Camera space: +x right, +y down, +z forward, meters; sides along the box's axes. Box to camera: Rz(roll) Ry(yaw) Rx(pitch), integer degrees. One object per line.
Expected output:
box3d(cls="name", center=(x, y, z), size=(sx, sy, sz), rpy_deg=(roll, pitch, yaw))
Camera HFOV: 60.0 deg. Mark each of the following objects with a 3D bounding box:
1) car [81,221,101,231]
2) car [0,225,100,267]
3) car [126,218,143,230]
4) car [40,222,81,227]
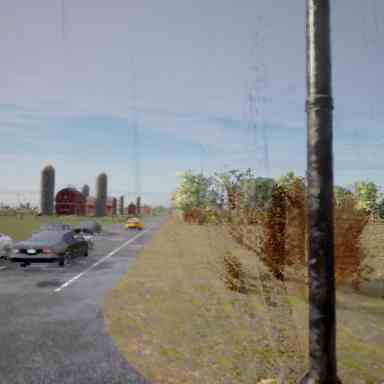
box3d(cls="car", center=(-10.836, 3.707, 34.847), size=(2.033, 1.411, 5.357), rpy_deg=(1, -4, -4))
box3d(cls="car", center=(-6.077, 2.451, 15.077), size=(2.033, 1.411, 5.357), rpy_deg=(0, -4, 0))
box3d(cls="car", center=(-7.914, 4.380, 45.837), size=(1.882, 1.535, 5.008), rpy_deg=(1, -4, -3))
box3d(cls="car", center=(-10.172, 2.978, 24.479), size=(2.128, 1.511, 4.902), rpy_deg=(1, -4, -4))
